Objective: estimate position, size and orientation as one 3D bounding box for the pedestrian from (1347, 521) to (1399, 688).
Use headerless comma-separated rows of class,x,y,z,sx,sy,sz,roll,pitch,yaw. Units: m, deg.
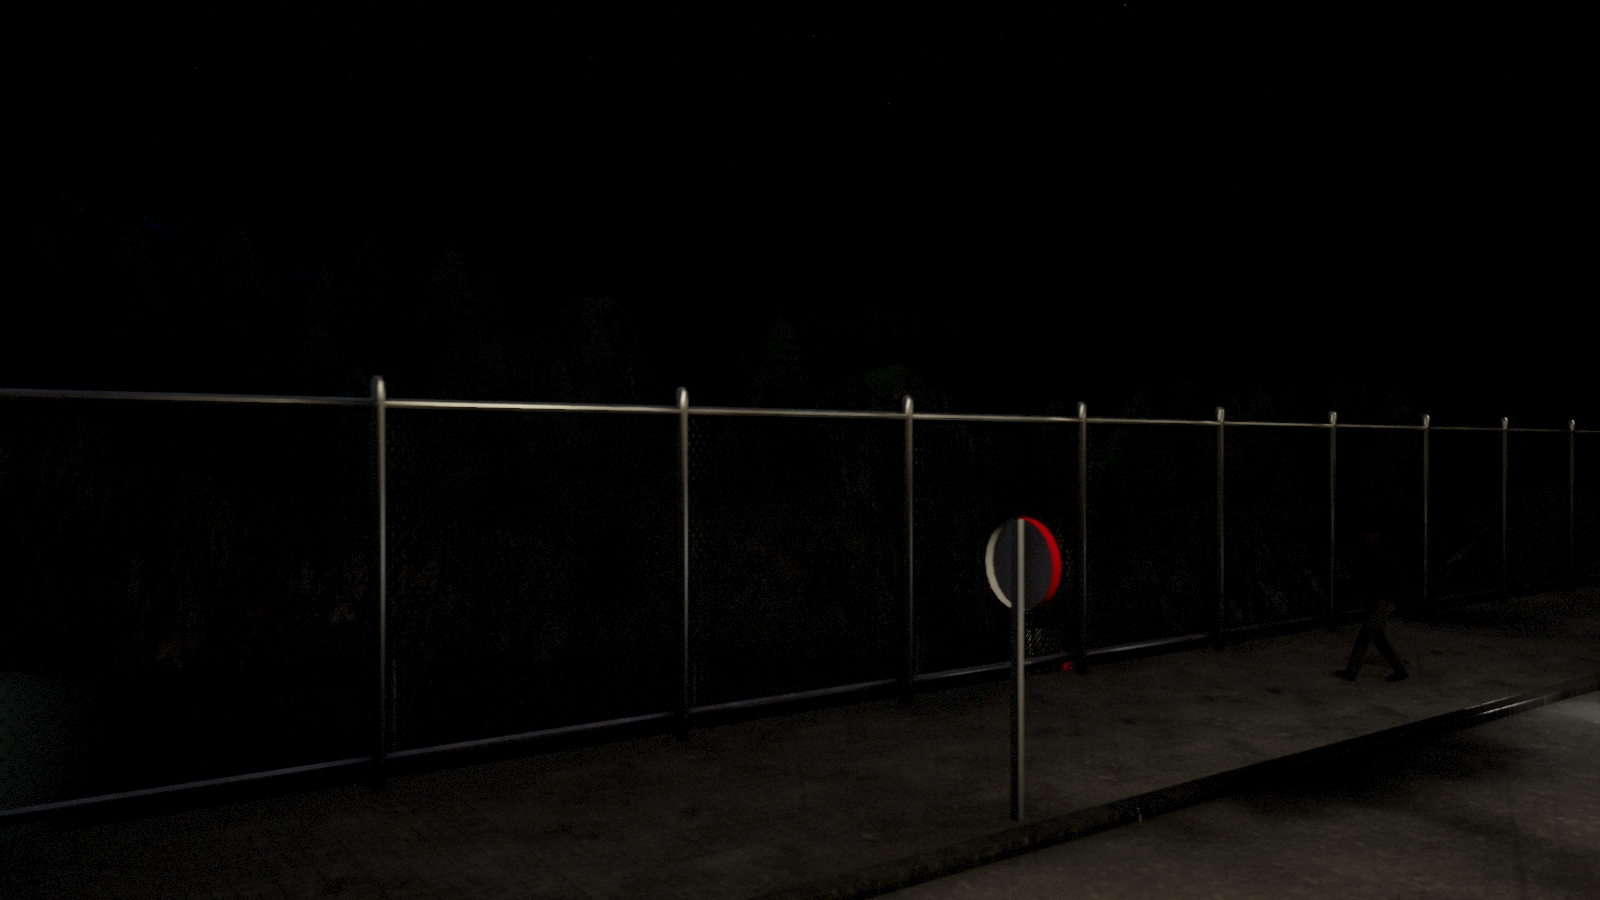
pedestrian,6.577,1.755,13.126,0.375,1.860,0.375,0,0,-16
